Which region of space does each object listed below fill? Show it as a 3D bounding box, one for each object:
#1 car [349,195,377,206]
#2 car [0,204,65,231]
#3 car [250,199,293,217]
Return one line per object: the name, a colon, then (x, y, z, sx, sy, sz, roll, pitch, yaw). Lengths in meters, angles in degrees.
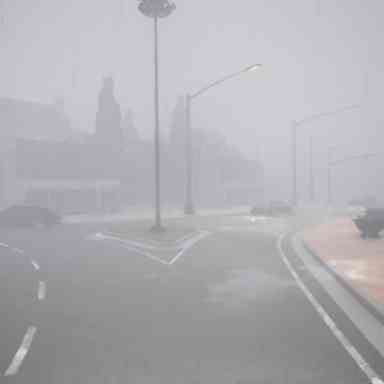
car: (21.955, 1.060, 42.604, 5.357, 1.411, 2.033, -1, 0, -44)
car: (-10.064, 1.496, 19.609, 4.892, 1.490, 1.837, -1, 2, -1)
car: (6.824, 1.317, 28.296, 4.181, 1.385, 1.994, -1, 1, -43)
